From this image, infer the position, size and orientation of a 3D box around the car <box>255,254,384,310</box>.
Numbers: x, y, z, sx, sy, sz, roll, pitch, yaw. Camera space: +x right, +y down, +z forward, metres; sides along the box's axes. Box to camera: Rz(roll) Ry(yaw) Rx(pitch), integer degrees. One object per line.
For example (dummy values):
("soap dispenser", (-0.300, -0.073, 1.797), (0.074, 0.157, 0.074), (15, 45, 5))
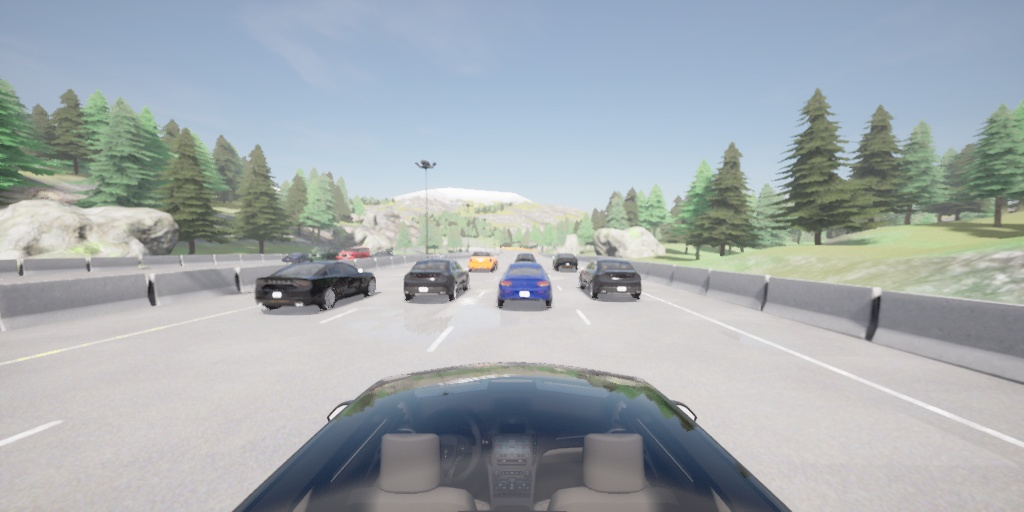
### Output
("car", (-6.547, 0.875, 12.615), (1.882, 1.535, 5.008), (0, 2, 2))

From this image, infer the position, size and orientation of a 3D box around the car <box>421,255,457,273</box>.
("car", (-5.902, 0.592, 29.612), (1.895, 1.301, 4.718), (0, 1, 2))

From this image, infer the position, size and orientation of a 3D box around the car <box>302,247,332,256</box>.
("car", (-23.021, -0.138, 44.487), (2.150, 2.045, 5.566), (0, 1, 2))

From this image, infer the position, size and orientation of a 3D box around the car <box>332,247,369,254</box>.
("car", (-19.519, -0.119, 44.524), (2.150, 2.045, 5.566), (0, 0, 2))

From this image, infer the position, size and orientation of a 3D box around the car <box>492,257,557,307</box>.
("car", (0.486, 0.938, 13.252), (1.812, 1.442, 4.674), (0, 2, 3))

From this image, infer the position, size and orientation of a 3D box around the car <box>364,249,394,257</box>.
("car", (-16.027, 0.185, 44.304), (1.837, 1.490, 4.892), (0, 0, 2))

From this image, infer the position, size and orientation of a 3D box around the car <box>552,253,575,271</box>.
("car", (4.703, 0.473, 32.045), (1.882, 1.535, 5.008), (0, 1, 2))

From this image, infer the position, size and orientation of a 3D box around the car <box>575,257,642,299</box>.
("car", (4.075, 0.877, 15.389), (1.837, 1.490, 4.892), (0, 2, 2))

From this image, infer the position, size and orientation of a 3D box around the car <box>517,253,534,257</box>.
("car", (1.151, 0.507, 30.783), (1.837, 1.490, 4.892), (0, 1, 2))

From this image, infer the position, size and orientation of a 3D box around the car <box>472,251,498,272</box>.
("car", (-2.373, 0.348, 30.290), (2.097, 1.767, 4.553), (0, 1, 2))

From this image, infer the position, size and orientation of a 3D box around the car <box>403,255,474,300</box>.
("car", (-2.955, 0.859, 14.764), (1.837, 1.490, 4.892), (0, 1, 2))

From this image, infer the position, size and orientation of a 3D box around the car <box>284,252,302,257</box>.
("car", (-26.515, 0.184, 44.603), (1.994, 1.385, 4.181), (0, 1, 2))
